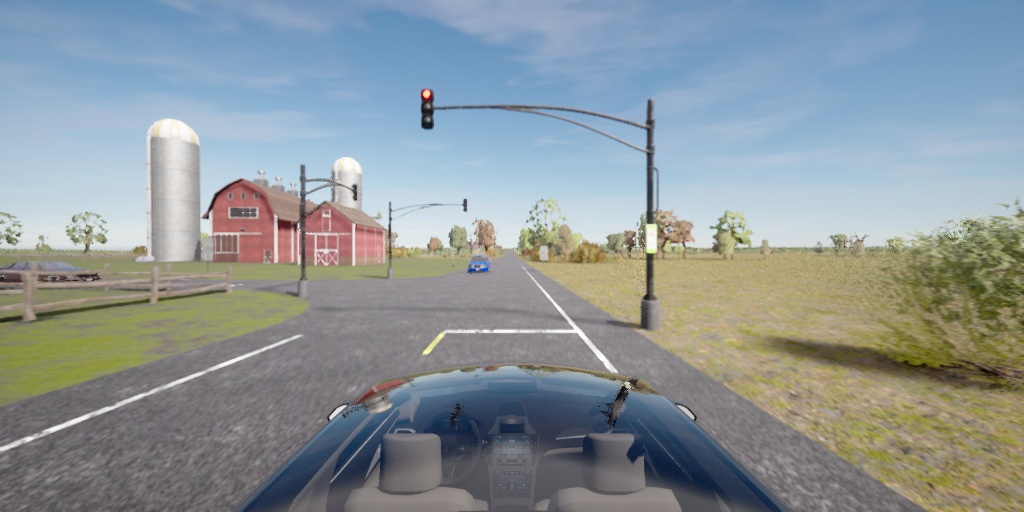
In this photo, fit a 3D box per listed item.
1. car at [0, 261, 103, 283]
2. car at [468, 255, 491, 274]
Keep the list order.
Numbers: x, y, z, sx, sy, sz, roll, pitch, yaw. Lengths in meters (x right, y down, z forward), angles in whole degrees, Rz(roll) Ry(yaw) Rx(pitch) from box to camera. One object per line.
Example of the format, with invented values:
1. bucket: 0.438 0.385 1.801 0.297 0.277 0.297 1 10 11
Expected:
1. car: -27.527 0.990 21.098 5.357 1.411 2.033 1 1 0
2. car: -3.505 0.916 39.151 2.150 2.045 5.566 0 2 0
